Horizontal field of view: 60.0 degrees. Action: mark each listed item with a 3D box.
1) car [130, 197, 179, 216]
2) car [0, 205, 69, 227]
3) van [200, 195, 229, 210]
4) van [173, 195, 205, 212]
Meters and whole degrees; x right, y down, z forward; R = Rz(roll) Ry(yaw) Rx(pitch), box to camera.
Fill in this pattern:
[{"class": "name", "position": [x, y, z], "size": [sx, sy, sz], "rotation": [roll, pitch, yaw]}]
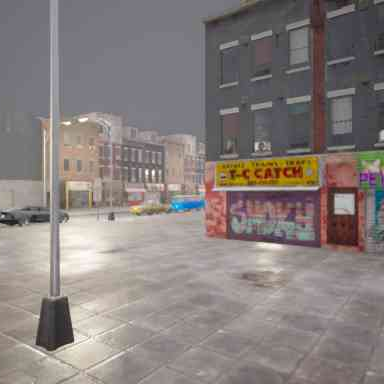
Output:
[{"class": "car", "position": [-3.667, 1.449, 31.476], "size": [1.752, 1.417, 4.829], "rotation": [0, 0, 36]}, {"class": "car", "position": [-10.357, 1.522, 22.134], "size": [1.947, 1.339, 4.313], "rotation": [0, 0, 36]}, {"class": "van", "position": [2.826, 1.235, 40.541], "size": [1.690, 1.788, 3.998], "rotation": [0, 0, 36]}, {"class": "van", "position": [-0.470, 1.250, 35.939], "size": [1.690, 1.788, 3.998], "rotation": [0, 0, 36]}]
